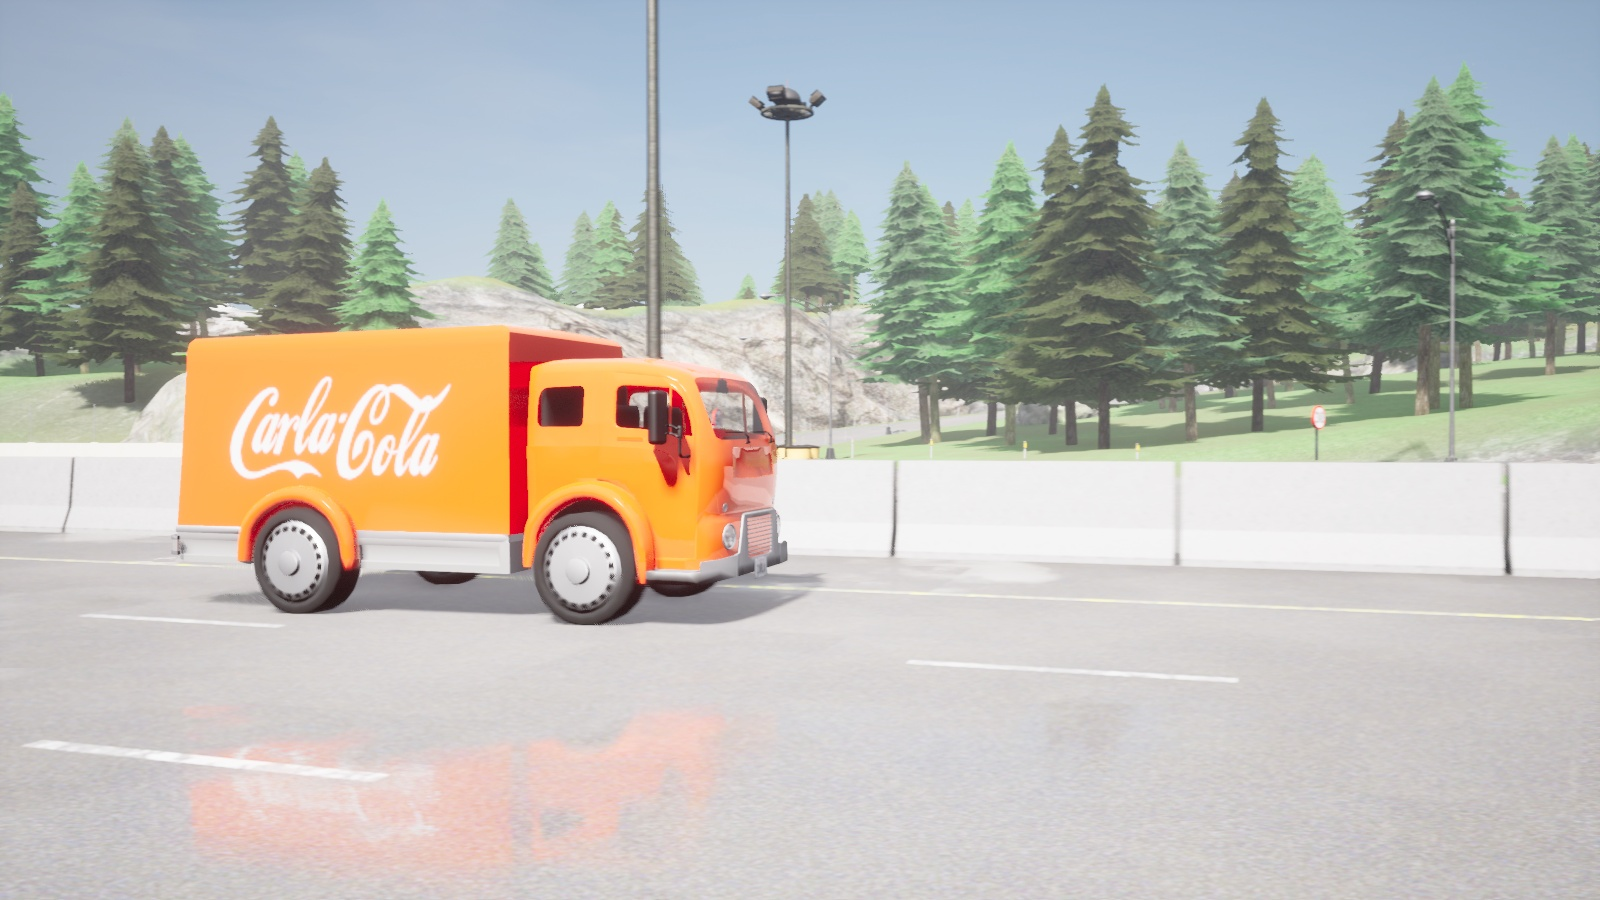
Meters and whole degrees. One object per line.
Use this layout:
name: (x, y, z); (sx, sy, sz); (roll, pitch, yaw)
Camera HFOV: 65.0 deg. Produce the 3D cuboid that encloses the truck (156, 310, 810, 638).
truck: (-2.799, 0.145, 11.513); (5.204, 2.467, 2.627); (1, 1, 19)
